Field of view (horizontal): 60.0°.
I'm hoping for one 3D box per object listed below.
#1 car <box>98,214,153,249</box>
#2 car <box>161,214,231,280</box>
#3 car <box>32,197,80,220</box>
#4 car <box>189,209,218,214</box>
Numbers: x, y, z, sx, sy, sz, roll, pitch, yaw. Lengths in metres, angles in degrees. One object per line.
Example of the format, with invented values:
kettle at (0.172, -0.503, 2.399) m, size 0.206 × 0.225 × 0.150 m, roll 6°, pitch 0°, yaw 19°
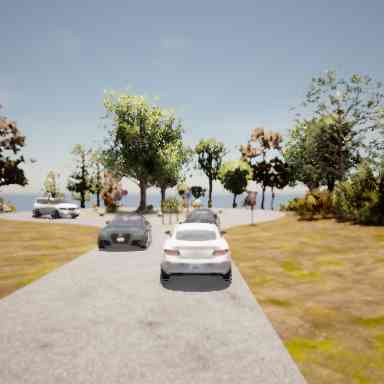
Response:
car at (-2.899, 1.722, 15.227) m, size 1.994 × 1.385 × 4.181 m, roll 0°, pitch -1°, yaw -2°
car at (0.116, 1.632, 10.206) m, size 1.812 × 1.442 × 4.674 m, roll 0°, pitch 0°, yaw 0°
car at (-13.441, 1.559, 32.657) m, size 5.566 × 2.045 × 2.150 m, roll 0°, pitch 0°, yaw 35°
car at (0.714, 1.787, 21.530) m, size 1.994 × 1.385 × 4.181 m, roll 0°, pitch -1°, yaw 9°
